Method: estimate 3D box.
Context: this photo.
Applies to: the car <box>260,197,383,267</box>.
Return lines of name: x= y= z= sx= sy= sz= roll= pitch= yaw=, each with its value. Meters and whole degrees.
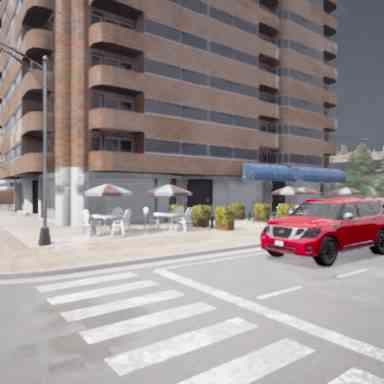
car: x=4.915 y=1.215 z=11.763 sx=5.566 sy=2.045 sz=2.150 roll=0 pitch=0 yaw=-35
